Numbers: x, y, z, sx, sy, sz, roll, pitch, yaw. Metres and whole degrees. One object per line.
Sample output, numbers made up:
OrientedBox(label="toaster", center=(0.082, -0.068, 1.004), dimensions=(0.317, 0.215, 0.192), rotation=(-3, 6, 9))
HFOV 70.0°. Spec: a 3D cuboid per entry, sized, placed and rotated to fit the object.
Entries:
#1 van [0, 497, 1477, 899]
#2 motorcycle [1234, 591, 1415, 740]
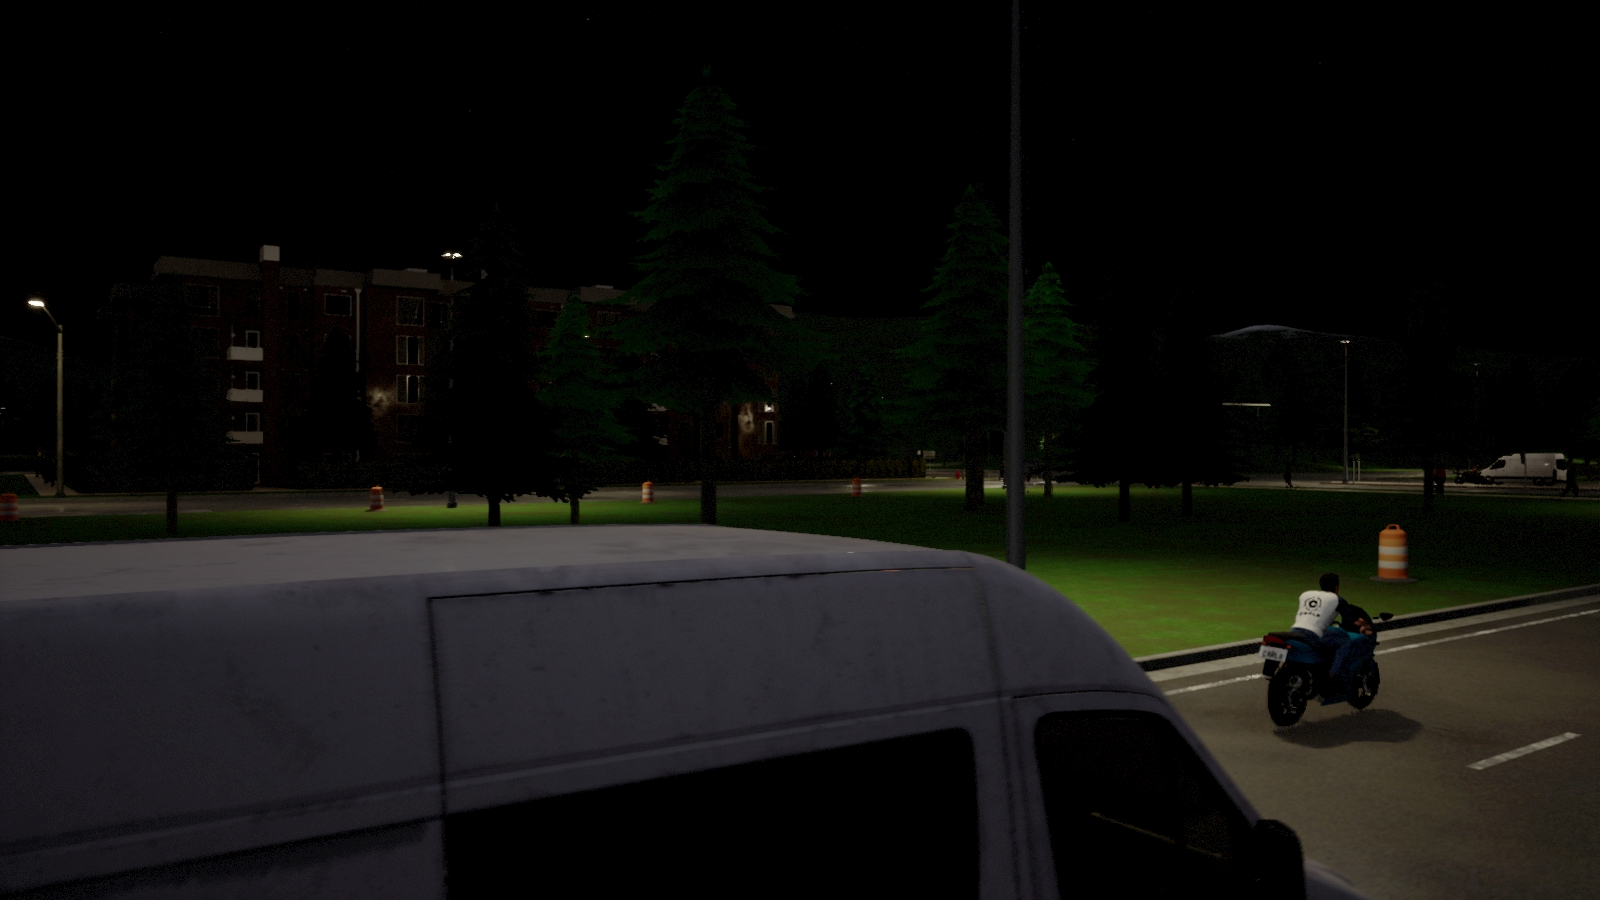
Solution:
OrientedBox(label="van", center=(-0.382, 1.535, 3.522), dimensions=(5.915, 2.561, 1.988), rotation=(0, 0, -35))
OrientedBox(label="motorcycle", center=(5.481, 2.186, 11.894), dimensions=(2.033, 1.199, 0.803), rotation=(0, 0, -35))
